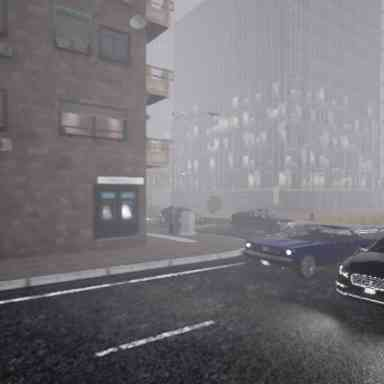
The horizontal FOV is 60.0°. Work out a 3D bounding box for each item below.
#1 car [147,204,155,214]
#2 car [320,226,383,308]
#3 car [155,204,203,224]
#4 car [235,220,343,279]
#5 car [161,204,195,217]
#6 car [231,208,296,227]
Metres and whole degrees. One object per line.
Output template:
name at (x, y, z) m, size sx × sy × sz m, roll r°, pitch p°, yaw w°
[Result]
car at (-5.521, 2.265, 45.074) m, size 2.008 × 1.369 × 4.403 m, roll -1°, pitch 0°, yaw -36°
car at (5.169, 1.589, 7.385) m, size 4.892 × 1.490 × 1.837 m, roll 2°, pitch -1°, yaw -36°
car at (-1.024, 1.990, 29.290) m, size 1.837 × 1.490 × 4.892 m, roll 0°, pitch -1°, yaw -37°
car at (3.812, 1.692, 10.399) m, size 4.718 × 1.301 × 1.895 m, roll 2°, pitch -1°, yaw -36°
car at (-1.786, 2.172, 40.293) m, size 2.008 × 1.369 × 4.403 m, roll -1°, pitch 0°, yaw -36°
car at (4.529, 1.829, 21.392) m, size 2.128 × 1.511 × 4.902 m, roll 0°, pitch -1°, yaw -33°
